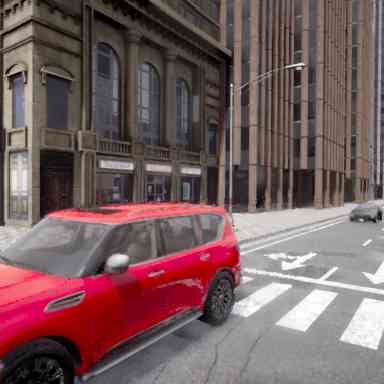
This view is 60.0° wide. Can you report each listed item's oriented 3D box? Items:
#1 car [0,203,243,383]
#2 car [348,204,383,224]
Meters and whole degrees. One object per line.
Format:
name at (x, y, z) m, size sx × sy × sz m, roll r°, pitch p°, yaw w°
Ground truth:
car at (-1.236, 1.234, 4.933) m, size 2.150 × 2.045 × 5.566 m, roll 1°, pitch 0°, yaw 35°
car at (13.590, 1.611, 25.811) m, size 2.033 × 1.411 × 5.357 m, roll 1°, pitch 0°, yaw 35°
